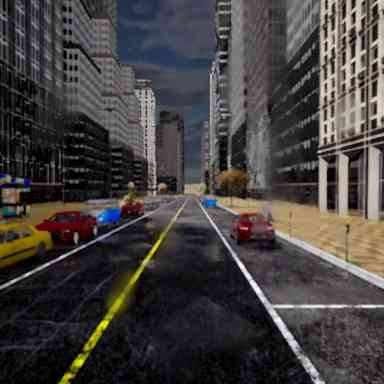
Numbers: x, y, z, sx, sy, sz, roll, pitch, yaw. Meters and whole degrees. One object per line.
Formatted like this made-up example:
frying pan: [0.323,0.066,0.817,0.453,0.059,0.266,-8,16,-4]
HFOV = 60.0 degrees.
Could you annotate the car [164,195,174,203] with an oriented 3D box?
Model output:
car: [-5.671,1.663,71.677,2.008,1.369,4.403,-1,0,0]

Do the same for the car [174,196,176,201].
car: [-5.664,1.606,94.177,1.967,1.590,4.097,-1,0,0]

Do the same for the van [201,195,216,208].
van: [2.695,1.407,49.175,1.690,1.788,3.998,-1,0,0]

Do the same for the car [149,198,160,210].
car: [-5.683,1.607,43.553,2.008,1.369,4.403,-1,0,0]

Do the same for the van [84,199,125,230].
van: [-5.696,1.365,21.052,1.690,1.788,3.998,-1,0,0]

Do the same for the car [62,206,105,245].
car: [-5.695,1.561,15.427,1.887,1.381,4.507,-1,0,0]

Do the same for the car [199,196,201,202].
car: [2.702,1.528,60.424,1.967,1.590,4.097,-1,0,0]

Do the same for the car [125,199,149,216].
car: [-5.688,1.583,32.302,1.887,1.381,4.507,-1,0,0]

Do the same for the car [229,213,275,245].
car: [2.686,1.597,15.424,1.802,1.307,4.206,-1,0,0]

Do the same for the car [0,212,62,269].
car: [-5.698,1.535,9.633,1.752,1.417,4.829,-1,0,0]

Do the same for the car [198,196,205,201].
car: [2.719,1.731,94.173,1.947,1.339,4.313,-1,0,0]

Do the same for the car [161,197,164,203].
car: [-5.681,1.617,49.177,2.008,1.369,4.403,-1,0,0]
